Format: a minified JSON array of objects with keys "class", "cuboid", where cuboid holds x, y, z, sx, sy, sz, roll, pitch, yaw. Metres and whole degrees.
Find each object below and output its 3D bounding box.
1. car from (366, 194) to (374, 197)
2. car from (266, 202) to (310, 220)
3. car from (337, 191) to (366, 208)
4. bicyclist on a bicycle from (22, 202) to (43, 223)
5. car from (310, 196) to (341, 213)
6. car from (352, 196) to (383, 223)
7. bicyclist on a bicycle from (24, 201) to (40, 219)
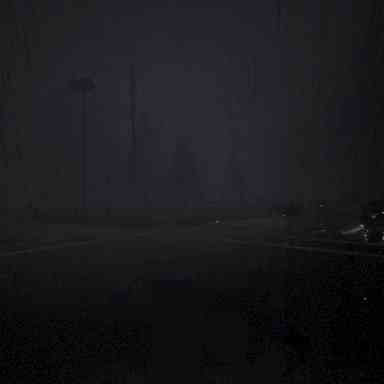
[{"class":"car","cuboid":[26.209,1.088,49.686,2.128,1.511,4.902,-1,0,40]},{"class":"car","cuboid":[7.788,1.491,27.617,1.994,1.385,4.181,-1,0,40]},{"class":"car","cuboid":[19.750,0.934,41.918,2.150,2.045,5.566,-1,0,40]},{"class":"bicyclist on a bicycle","cuboid":[-13.683,1.863,28.573,1.656,1.620,0.582,-1,0,-37]},{"class":"car","cuboid":[13.401,1.427,34.333,1.895,1.301,4.718,-1,0,40]},{"class":"car","cuboid":[13.130,1.283,23.103,2.128,1.511,4.902,-1,0,40]},{"class":"bicyclist on a bicycle","cuboid":[-15.905,1.776,33.064,0.582,1.620,1.656,-1,0,6]}]
